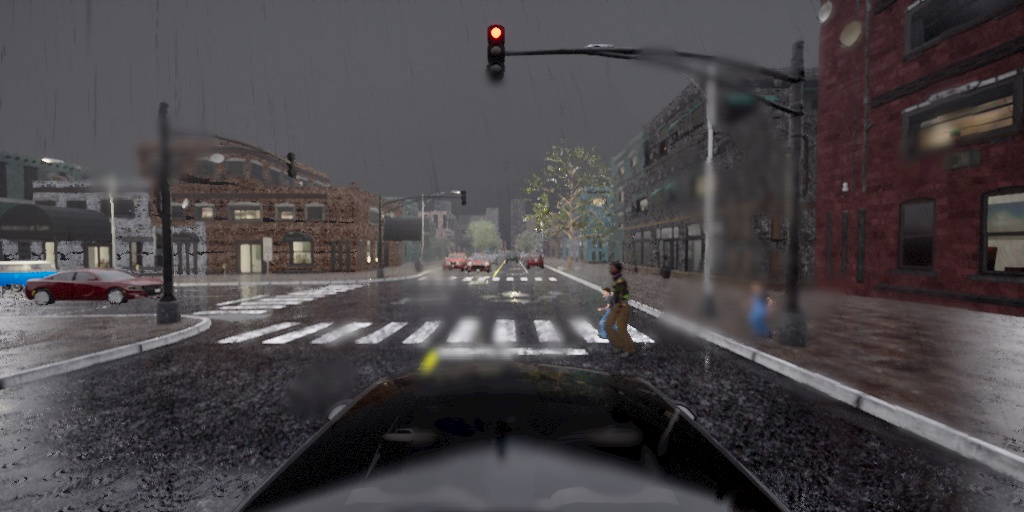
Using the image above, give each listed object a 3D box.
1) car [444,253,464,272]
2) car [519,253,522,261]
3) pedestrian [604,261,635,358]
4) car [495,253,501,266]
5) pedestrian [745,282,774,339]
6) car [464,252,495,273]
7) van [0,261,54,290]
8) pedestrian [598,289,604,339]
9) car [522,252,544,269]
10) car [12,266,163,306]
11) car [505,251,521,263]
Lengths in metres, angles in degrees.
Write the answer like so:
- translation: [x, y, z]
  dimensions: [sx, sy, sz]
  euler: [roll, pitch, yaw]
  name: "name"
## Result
- translation: [-5.679, 0.625, 37.052]
  dimensions: [2.192, 1.841, 5.009]
  euler: [0, 0, 0]
  name: "car"
- translation: [2.705, 0.585, 59.224]
  dimensions: [2.007, 1.370, 4.403]
  euler: [0, 0, 0]
  name: "car"
- translation: [2.018, 0.981, 6.776]
  dimensions: [0.375, 1.860, 0.375]
  euler: [-1, 1, 0]
  name: "pedestrian"
- translation: [-3.065, 0.618, 51.869]
  dimensions: [2.128, 1.511, 4.902]
  euler: [0, 1, 0]
  name: "car"
- translation: [5.345, 1.097, 7.668]
  dimensions: [0.375, 1.300, 0.375]
  euler: [-1, 1, 0]
  name: "pedestrian"
- translation: [-3.086, 0.693, 34.675]
  dimensions: [2.097, 1.767, 4.553]
  euler: [0, 1, 0]
  name: "car"
- translation: [-30.292, 1.213, 21.745]
  dimensions: [3.998, 1.789, 1.690]
  euler: [0, 0, -1]
  name: "van"
- translation: [2.239, 1.244, 8.134]
  dimensions: [0.375, 1.300, 0.375]
  euler: [-1, 1, 0]
  name: "pedestrian"
- translation: [2.702, 0.556, 42.594]
  dimensions: [2.192, 1.841, 5.009]
  euler: [0, 0, 0]
  name: "car"
- translation: [-18.411, 1.305, 16.065]
  dimensions: [5.008, 1.535, 1.882]
  euler: [-1, 1, -1]
  name: "car"
- translation: [0.011, 0.213, 62.637]
  dimensions: [2.150, 2.045, 5.566]
  euler: [0, 1, 0]
  name: "car"
